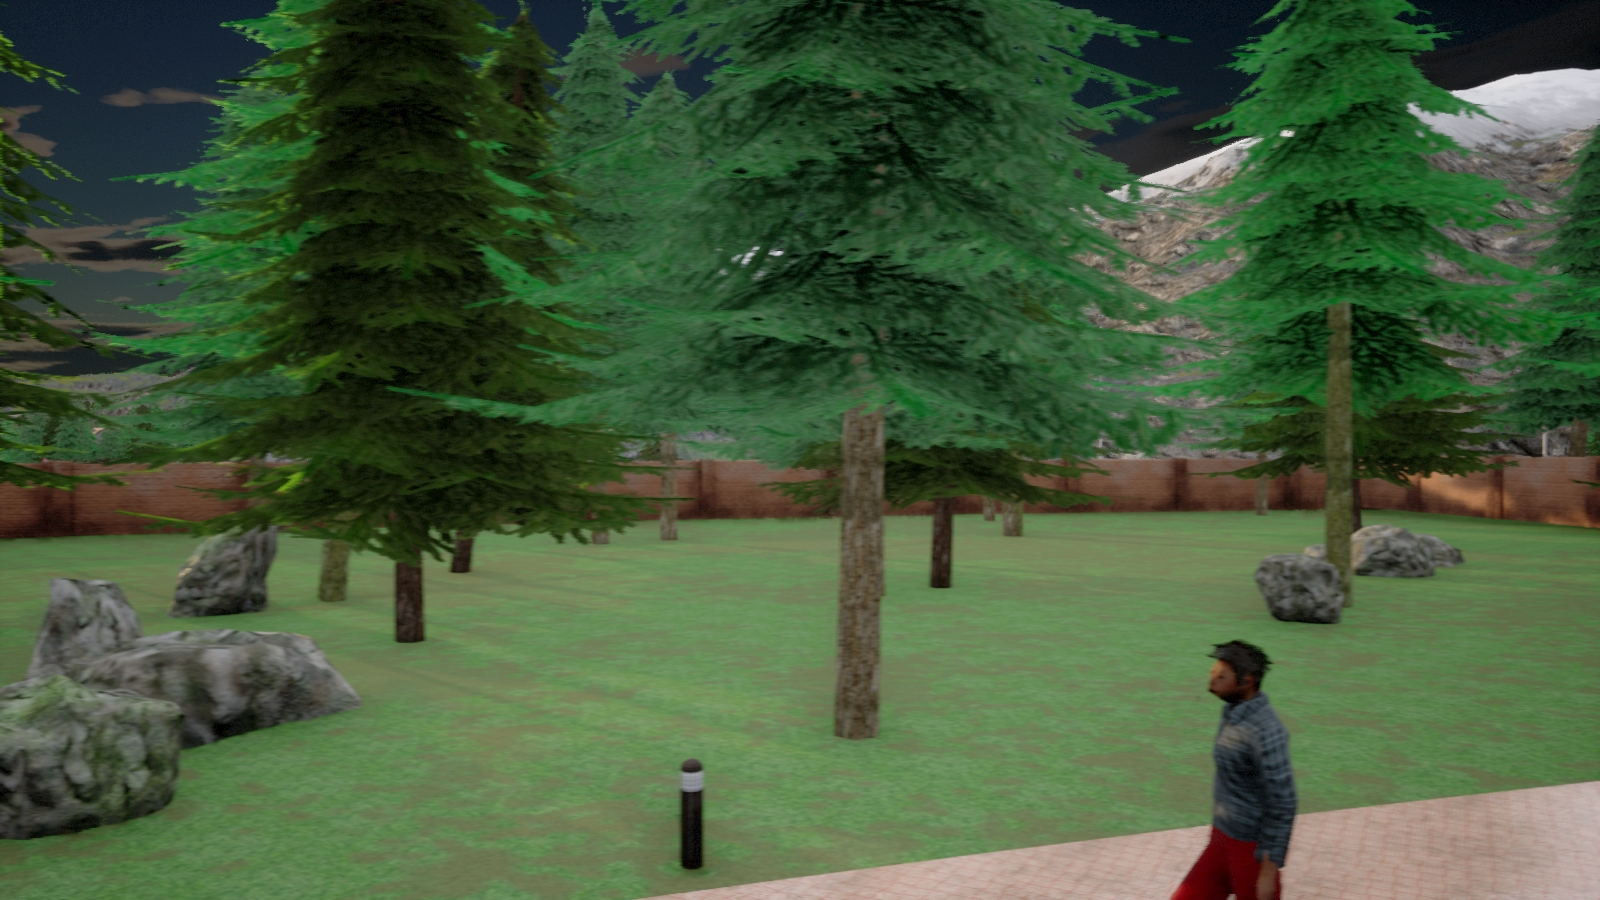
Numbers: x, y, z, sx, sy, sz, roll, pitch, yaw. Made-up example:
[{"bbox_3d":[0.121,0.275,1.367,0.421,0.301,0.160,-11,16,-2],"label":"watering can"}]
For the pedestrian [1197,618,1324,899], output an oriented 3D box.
[{"bbox_3d":[1.927,1.664,4.801,0.375,1.860,0.375,0,0,-2],"label":"pedestrian"}]
